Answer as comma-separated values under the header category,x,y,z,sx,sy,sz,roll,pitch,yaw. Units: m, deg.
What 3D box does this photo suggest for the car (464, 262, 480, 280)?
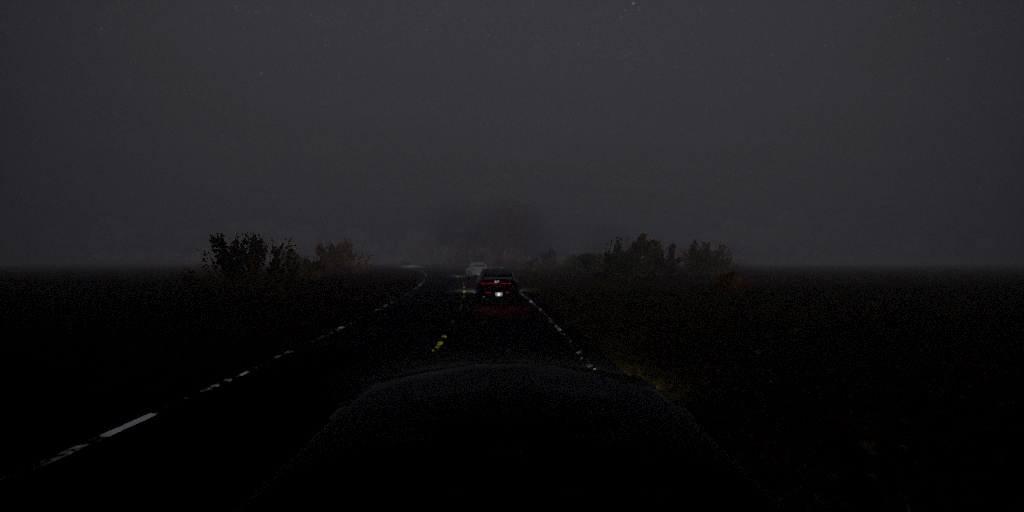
category,x,y,z,sx,sy,sz,roll,pitch,yaw
car,-3.046,1.283,31.637,1.812,1.442,4.674,0,0,-12

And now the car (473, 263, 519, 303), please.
category,x,y,z,sx,sy,sz,roll,pitch,yaw
car,-0.765,1.267,16.665,1.837,1.490,4.892,0,0,-6
